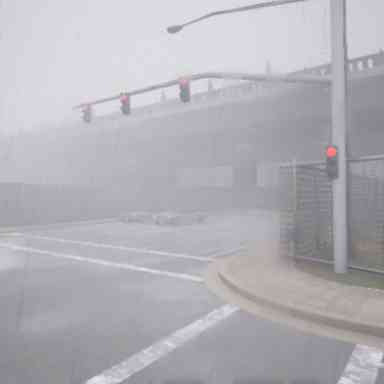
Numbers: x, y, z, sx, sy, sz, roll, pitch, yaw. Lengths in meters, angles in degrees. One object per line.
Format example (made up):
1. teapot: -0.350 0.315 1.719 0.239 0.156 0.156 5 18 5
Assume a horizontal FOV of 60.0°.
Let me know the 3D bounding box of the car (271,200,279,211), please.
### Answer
1. car: 12.745 1.669 44.037 2.128 1.511 4.902 -1 -1 36

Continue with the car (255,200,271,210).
1. car: 10.642 1.820 47.090 1.895 1.301 4.718 -1 0 36

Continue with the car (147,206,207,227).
1. car: -0.885 1.820 25.160 1.895 1.301 4.718 -1 0 36

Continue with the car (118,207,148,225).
1. car: -3.714 1.865 27.220 1.895 1.301 4.718 -1 0 36
